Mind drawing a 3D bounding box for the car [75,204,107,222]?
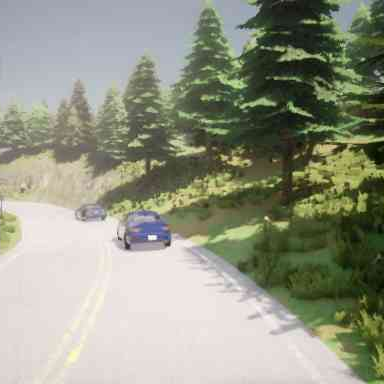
[{"bbox_3d":[-8.701,1.699,28.339,2.033,1.411,5.357,-3,1,-28],"label":"car"}]

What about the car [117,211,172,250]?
[{"bbox_3d":[-2.168,1.534,14.486,1.812,1.442,4.674,-2,0,-18],"label":"car"}]
